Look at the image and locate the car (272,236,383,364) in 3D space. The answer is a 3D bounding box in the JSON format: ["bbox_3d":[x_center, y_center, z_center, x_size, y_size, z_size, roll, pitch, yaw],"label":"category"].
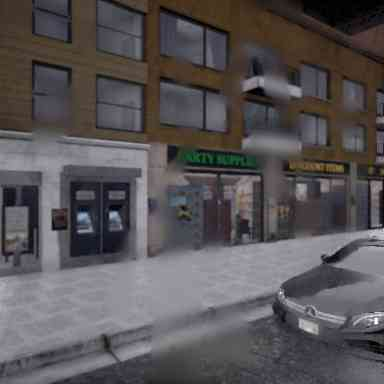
[{"bbox_3d":[3.455,1.553,5.819,4.674,1.442,1.812,0,0,-36],"label":"car"}]
